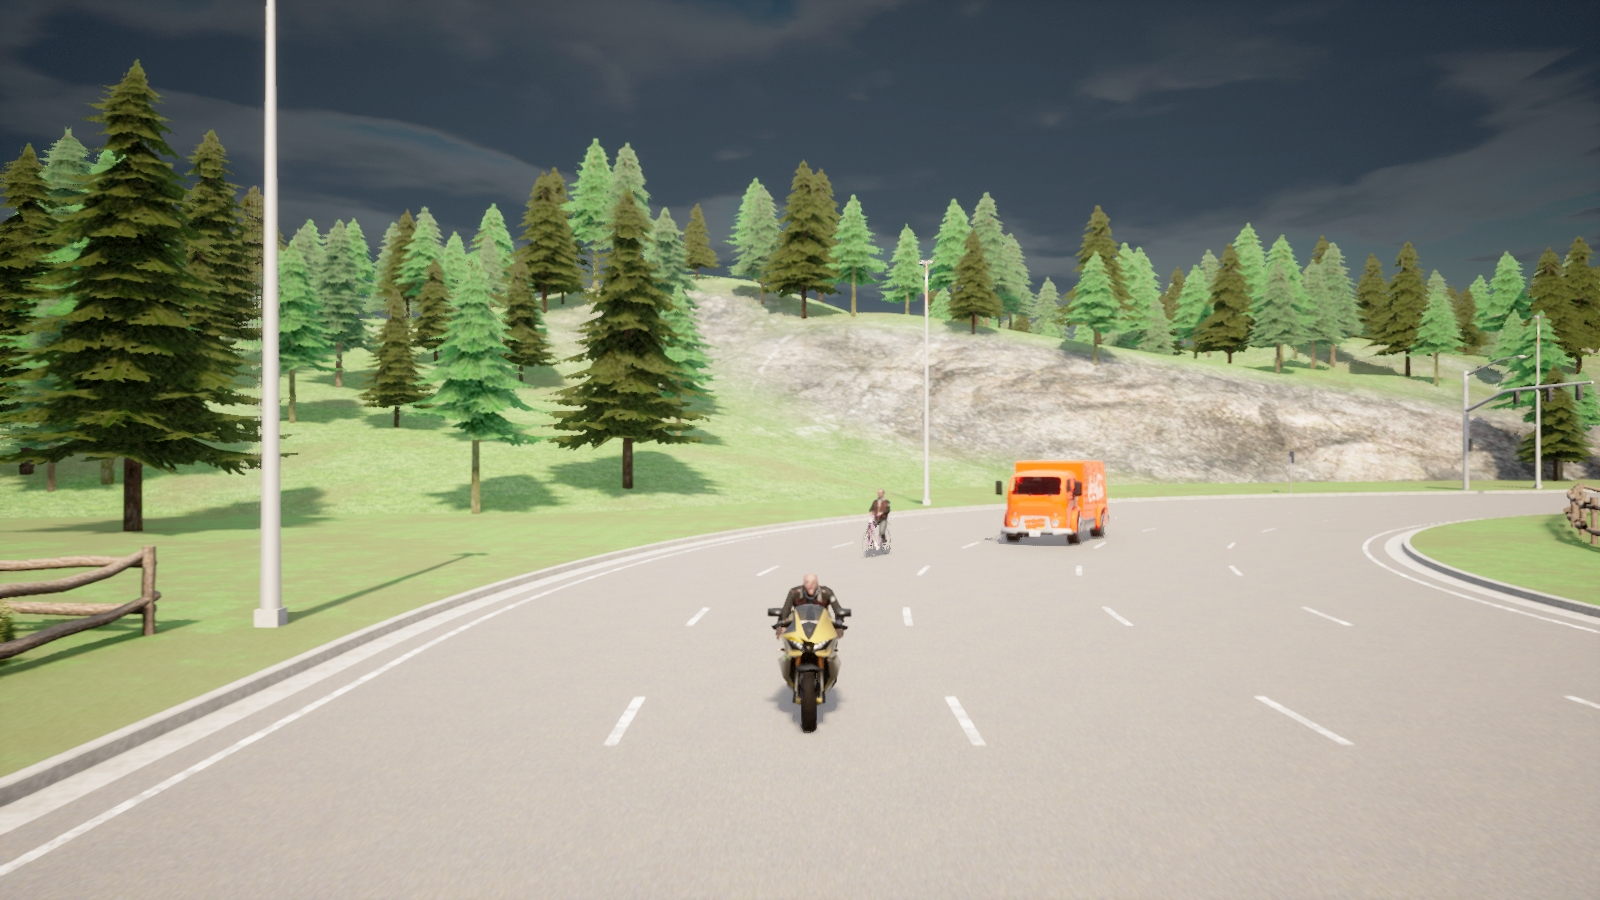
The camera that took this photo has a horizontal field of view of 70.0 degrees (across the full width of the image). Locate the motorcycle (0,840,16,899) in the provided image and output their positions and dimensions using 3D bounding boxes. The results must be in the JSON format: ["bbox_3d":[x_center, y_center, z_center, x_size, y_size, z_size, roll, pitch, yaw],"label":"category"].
[{"bbox_3d":[-3.597,2.201,3.511,0.867,1.251,2.209,0,0,0],"label":"motorcycle"}]

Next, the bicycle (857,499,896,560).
[{"bbox_3d":[1.997,2.039,29.587,0.329,1.471,1.835,0,0,27],"label":"bicycle"}]

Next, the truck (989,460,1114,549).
[{"bbox_3d":[7.756,1.545,34.795,2.627,2.467,5.204,0,0,25],"label":"truck"}]

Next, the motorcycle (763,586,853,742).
[{"bbox_3d":[0.110,2.195,12.147,0.867,1.251,2.209,0,0,2],"label":"motorcycle"}]
